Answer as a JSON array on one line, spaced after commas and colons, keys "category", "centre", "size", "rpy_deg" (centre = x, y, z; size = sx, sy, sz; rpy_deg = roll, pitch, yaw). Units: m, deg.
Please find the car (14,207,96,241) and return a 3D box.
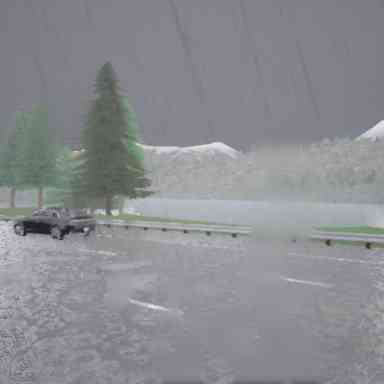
[{"category": "car", "centre": [-7.055, 1.545, 16.959], "size": [4.902, 1.511, 2.128], "rpy_deg": [0, 0, 31]}]
